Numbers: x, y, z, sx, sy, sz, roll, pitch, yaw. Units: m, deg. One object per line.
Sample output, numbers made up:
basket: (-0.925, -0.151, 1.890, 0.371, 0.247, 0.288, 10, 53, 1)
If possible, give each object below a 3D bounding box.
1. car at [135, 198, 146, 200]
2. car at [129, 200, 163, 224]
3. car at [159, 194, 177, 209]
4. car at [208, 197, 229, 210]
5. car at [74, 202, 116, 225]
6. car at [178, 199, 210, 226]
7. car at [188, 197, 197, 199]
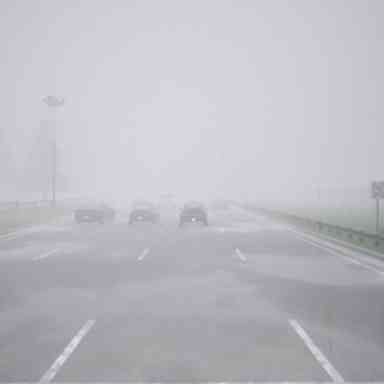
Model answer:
car: (-6.967, 1.559, 45.028, 2.033, 1.411, 5.357, 0, 0, 1)
car: (-3.413, 1.532, 24.346, 1.812, 1.442, 4.674, 0, 0, 0)
car: (-3.450, 1.236, 47.046, 2.150, 2.045, 5.566, 0, 0, 1)
car: (3.500, 1.575, 42.158, 1.994, 1.385, 4.181, 0, 0, 0)
car: (-6.901, 1.483, 24.157, 1.882, 1.535, 5.008, 0, 0, 0)
car: (0.100, 1.511, 23.789, 1.837, 1.490, 4.892, 0, 0, 0)
car: (0.063, 1.490, 48.774, 1.882, 1.535, 5.008, 0, 0, 0)
